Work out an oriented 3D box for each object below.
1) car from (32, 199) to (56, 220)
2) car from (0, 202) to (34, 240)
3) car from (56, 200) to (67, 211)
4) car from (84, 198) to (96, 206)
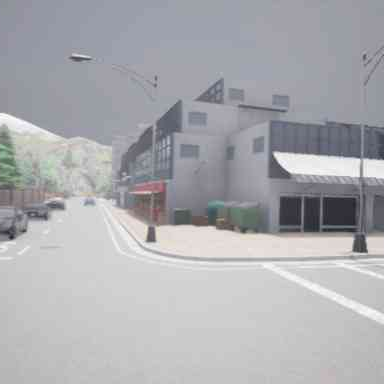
[{"bbox_3d":[-12.493,1.519,26.880,1.994,1.385,4.181,2,-1,-16],"label":"car"},{"bbox_3d":[-9.475,1.455,16.652,1.812,1.442,4.674,2,-1,-16],"label":"car"},{"bbox_3d":[-16.771,1.595,41.420,1.895,1.301,4.718,2,-1,-16],"label":"car"},{"bbox_3d":[-17.918,1.690,58.274,2.033,1.411,5.357,2,-1,-16],"label":"car"}]
